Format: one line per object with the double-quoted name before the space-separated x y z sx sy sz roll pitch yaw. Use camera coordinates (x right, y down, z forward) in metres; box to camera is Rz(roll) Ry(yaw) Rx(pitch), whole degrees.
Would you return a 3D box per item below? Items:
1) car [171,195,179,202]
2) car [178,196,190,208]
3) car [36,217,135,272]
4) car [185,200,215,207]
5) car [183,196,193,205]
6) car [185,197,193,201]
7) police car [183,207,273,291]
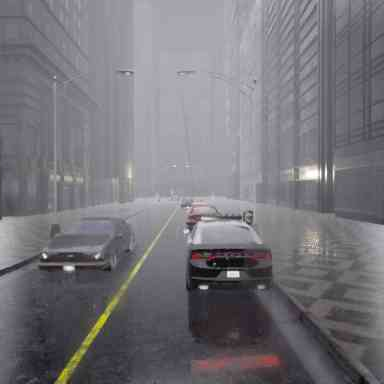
"car" -3.932 1.490 77.394 2.128 1.511 4.902 0 0 -1
"car" -0.551 1.598 46.662 1.895 1.301 4.718 0 0 0
"car" -3.136 1.546 11.080 2.033 1.411 5.357 0 0 -1
"car" 0.669 1.476 19.063 1.882 1.535 5.008 0 0 -1
"car" -0.726 1.524 60.275 1.812 1.442 4.674 0 0 -1
"car" 0.594 1.453 25.253 1.801 1.575 5.366 0 0 -1
"police car" 0.788 1.424 9.174 1.930 1.638 5.238 0 0 -1
